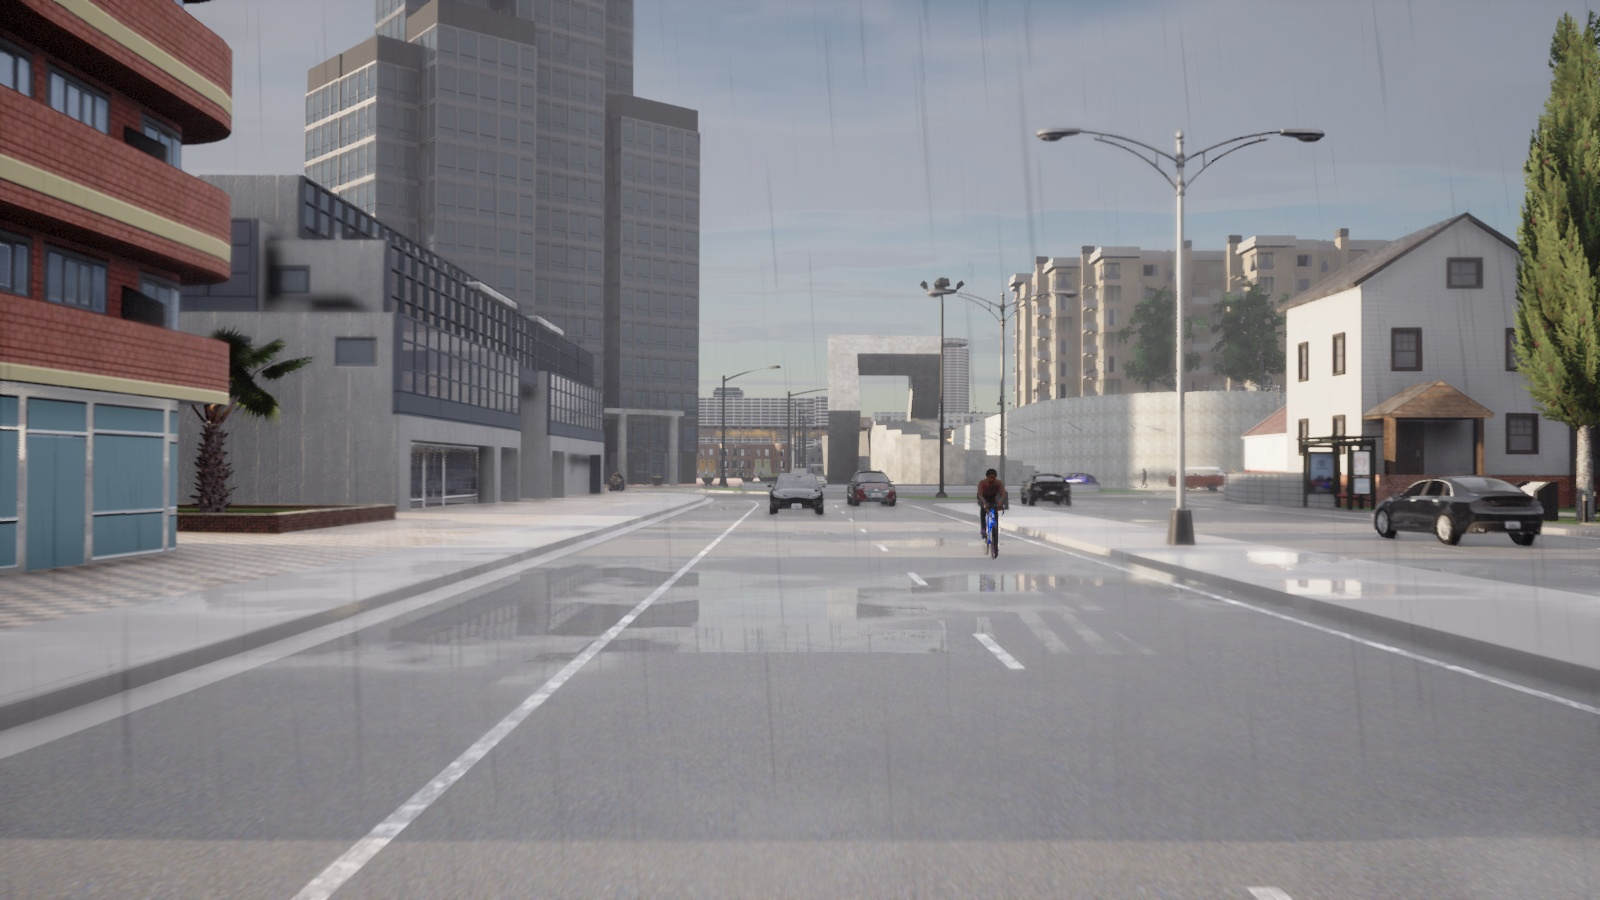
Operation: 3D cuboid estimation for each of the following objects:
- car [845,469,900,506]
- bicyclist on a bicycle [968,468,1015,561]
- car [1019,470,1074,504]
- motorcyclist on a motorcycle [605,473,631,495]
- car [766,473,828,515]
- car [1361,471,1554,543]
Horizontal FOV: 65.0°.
[{"bbox_3d":[3.279,1.698,57.725,2.033,1.649,4.856,0,-1,-3],"label":"car"},{"bbox_3d":[3.445,1.134,22.696,0.582,1.620,1.656,0,-1,0],"label":"bicyclist on a bicycle"},{"bbox_3d":[11.596,1.741,59.447,1.882,1.535,5.008,0,-1,3],"label":"car"},{"bbox_3d":[-13.004,2.402,89.606,0.866,1.530,2.191,0,-1,-37],"label":"motorcyclist on a motorcycle"},{"bbox_3d":[-0.111,1.594,46.551,2.163,1.488,4.792,0,-1,0],"label":"car"},{"bbox_3d":[14.930,1.243,28.878,1.837,1.490,4.892,0,-1,0],"label":"car"}]
